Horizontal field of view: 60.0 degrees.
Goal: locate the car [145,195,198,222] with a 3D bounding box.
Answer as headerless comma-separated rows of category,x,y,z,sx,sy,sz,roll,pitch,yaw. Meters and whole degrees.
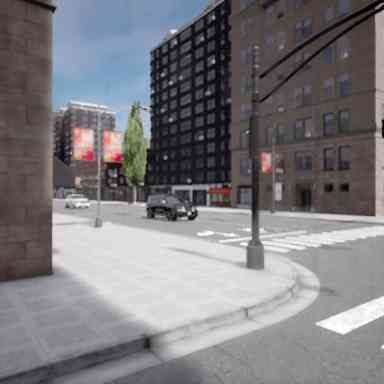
car,-1.810,1.279,27.381,2.150,2.045,5.566,0,0,-36

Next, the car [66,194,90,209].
car,-16.450,1.376,47.725,2.150,2.045,5.566,0,0,-35
